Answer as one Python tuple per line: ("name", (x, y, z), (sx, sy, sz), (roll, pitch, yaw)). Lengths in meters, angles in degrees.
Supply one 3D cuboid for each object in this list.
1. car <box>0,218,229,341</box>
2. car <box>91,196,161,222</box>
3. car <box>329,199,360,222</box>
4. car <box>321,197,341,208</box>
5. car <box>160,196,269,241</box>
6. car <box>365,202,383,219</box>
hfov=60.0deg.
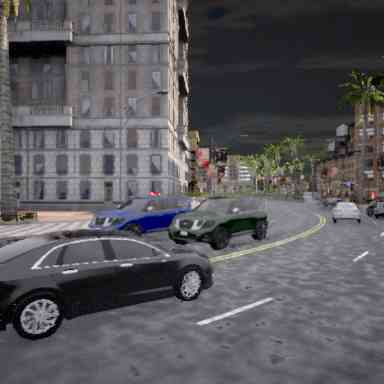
("car", (-1.744, 1.498, 6.580), (4.892, 1.490, 1.837), (0, 1, -38))
("car", (-2.126, 1.208, 15.930), (2.150, 2.045, 5.566), (0, 0, 41))
("car", (11.926, 1.510, 25.947), (1.812, 1.442, 4.674), (0, 0, 21))
("car", (18.906, 1.476, 44.716), (1.837, 1.490, 4.892), (0, 0, 5))
("car", (1.420, 1.211, 14.741), (2.150, 2.045, 5.566), (0, 0, 39))
("car", (16.604, 1.548, 29.084), (1.994, 1.385, 4.181), (0, 0, 16))
